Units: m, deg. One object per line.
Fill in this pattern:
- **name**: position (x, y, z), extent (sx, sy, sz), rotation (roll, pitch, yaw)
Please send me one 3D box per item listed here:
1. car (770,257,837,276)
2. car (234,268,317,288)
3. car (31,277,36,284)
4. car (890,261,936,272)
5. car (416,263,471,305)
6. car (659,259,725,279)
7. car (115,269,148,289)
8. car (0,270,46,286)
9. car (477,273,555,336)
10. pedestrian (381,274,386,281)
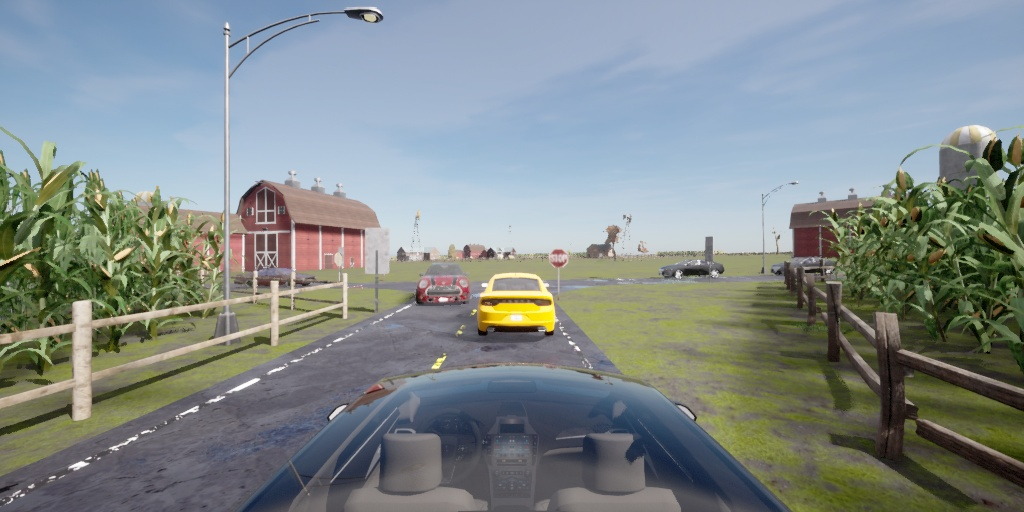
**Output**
- **car**: position (23.557, 0.834, 29.050), extent (4.902, 1.511, 2.128), rotation (-1, 0, -7)
- **car**: position (-16.914, 1.543, 25.777), extent (5.357, 1.411, 2.033), rotation (-1, -1, 5)
- **car**: position (-43.110, 1.922, 29.935), extent (4.902, 1.511, 2.128), rotation (-1, -1, 13)
- **car**: position (34.276, 0.758, 30.498), extent (4.718, 1.301, 1.895), rotation (-1, 0, -9)
- **car**: position (-2.996, 1.104, 16.128), extent (2.097, 1.767, 4.553), rotation (0, 0, -9)
- **car**: position (14.090, 0.998, 28.245), extent (4.902, 1.511, 2.128), rotation (-1, 0, -4)
- **car**: position (-29.459, 1.684, 27.327), extent (5.008, 1.535, 1.882), rotation (-1, -1, 9)
- **car**: position (-46.689, 2.049, 33.731), extent (4.674, 1.442, 1.812), rotation (-1, -1, 15)
- **car**: position (0.103, 1.229, 10.470), extent (1.882, 1.535, 5.008), rotation (0, 0, 0)
- **pedestrian**: position (-11.176, 1.621, 31.209), extent (0.500, 1.100, 0.500), rotation (0, 0, 4)
